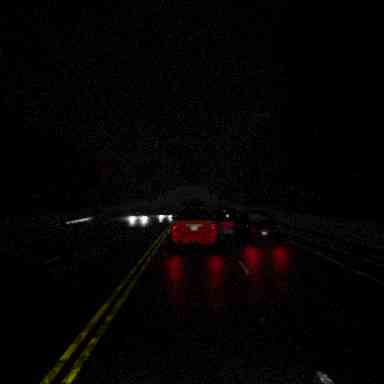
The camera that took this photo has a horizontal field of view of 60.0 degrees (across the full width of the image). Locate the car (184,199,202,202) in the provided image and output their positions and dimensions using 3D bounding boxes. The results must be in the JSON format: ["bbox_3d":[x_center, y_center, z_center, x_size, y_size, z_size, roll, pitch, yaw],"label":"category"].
[{"bbox_3d":[0.085,1.743,32.771,2.150,2.045,5.566,0,-1,0],"label":"car"}]

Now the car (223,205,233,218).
[{"bbox_3d":[3.335,2.047,33.758,1.837,1.490,4.892,0,-1,0],"label":"car"}]

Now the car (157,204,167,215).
[{"bbox_3d":[-3.349,2.322,43.711,1.994,1.385,4.181,0,-1,0],"label":"car"}]

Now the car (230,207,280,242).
[{"bbox_3d":[3.341,1.743,17.667,1.812,1.442,4.674,0,-1,0],"label":"car"}]

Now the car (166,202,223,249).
[{"bbox_3d":[0.092,1.539,15.727,2.097,1.767,4.553,0,-1,0],"label":"car"}]

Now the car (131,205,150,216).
[{"bbox_3d":[-6.604,2.336,42.653,1.895,1.301,4.718,0,-1,0],"label":"car"}]
